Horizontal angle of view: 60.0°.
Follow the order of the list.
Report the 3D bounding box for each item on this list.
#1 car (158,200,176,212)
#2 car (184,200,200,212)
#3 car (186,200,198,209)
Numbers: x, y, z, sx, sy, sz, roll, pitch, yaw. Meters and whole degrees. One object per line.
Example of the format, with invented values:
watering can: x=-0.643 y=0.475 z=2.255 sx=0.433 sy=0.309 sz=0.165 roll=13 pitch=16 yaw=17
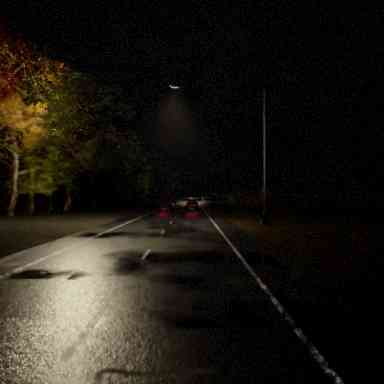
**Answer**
car: x=-3.478 y=1.894 z=44.521 sx=1.837 sy=1.490 sz=4.892 roll=0 pitch=0 yaw=0
car: x=0.022 y=1.897 z=44.903 sx=1.837 sy=1.490 sz=4.892 roll=0 pitch=0 yaw=0
car: x=0.027 y=2.042 z=55.123 sx=1.994 sy=1.385 sz=4.181 roll=0 pitch=0 yaw=0
